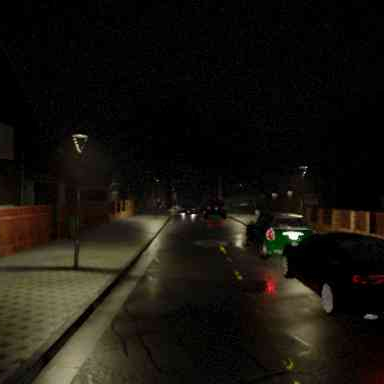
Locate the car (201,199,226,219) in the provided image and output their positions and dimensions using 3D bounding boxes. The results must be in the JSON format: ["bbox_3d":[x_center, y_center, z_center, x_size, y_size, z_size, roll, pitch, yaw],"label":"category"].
[{"bbox_3d":[2.453,1.790,36.408,2.150,2.045,5.566,2,-1,0],"label":"car"}]

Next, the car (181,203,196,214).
[{"bbox_3d":[-0.501,2.146,45.096,2.033,1.411,5.357,2,-1,-1],"label":"car"}]

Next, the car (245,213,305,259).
[{"bbox_3d":[3.556,1.637,13.897,2.097,1.767,4.553,2,-1,0],"label":"car"}]

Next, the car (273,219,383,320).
[{"bbox_3d":[3.569,1.685,7.897,1.882,1.535,5.008,2,-1,0],"label":"car"}]
